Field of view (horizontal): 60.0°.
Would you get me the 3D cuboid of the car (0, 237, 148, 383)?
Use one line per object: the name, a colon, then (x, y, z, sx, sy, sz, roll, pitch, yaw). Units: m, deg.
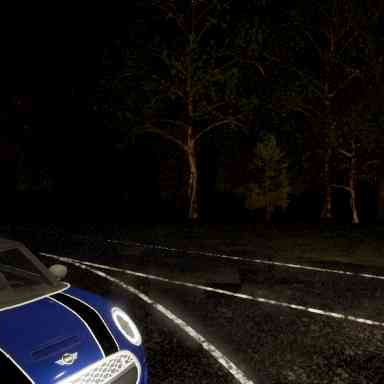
car: (-2.654, 1.338, 3.766, 4.553, 1.767, 2.097, 1, 0, 35)
